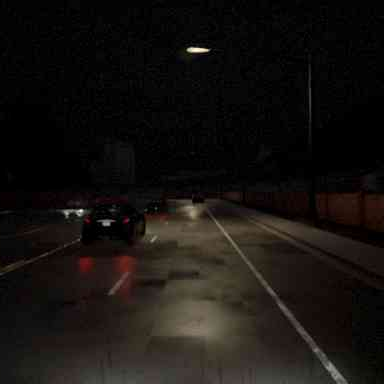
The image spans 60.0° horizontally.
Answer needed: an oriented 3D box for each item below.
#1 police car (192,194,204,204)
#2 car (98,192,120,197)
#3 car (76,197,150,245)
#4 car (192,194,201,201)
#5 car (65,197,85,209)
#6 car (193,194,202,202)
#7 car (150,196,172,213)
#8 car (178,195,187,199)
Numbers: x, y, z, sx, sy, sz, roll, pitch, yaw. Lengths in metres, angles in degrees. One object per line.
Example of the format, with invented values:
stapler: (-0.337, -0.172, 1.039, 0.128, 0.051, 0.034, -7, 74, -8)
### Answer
police car: (1.033, 1.189, 55.728, 1.930, 1.638, 5.238, 0, 0, 0)
car: (-10.604, 1.039, 42.806, 2.150, 2.045, 5.566, 0, 0, 0)
car: (-3.404, 1.286, 15.341, 2.097, 1.767, 4.553, 0, 0, 0)
car: (0.958, 1.207, 71.845, 1.837, 1.490, 4.892, 0, 0, -2)
car: (-14.101, 1.349, 41.307, 1.812, 1.442, 4.674, 0, 0, 0)
car: (1.030, 1.177, 65.811, 1.801, 1.575, 5.366, 0, 0, 0)
car: (-3.410, 1.381, 34.026, 1.812, 1.442, 4.674, 0, 0, 0)
car: (-2.712, 1.416, 92.167, 1.895, 1.301, 4.718, 0, -1, -13)
